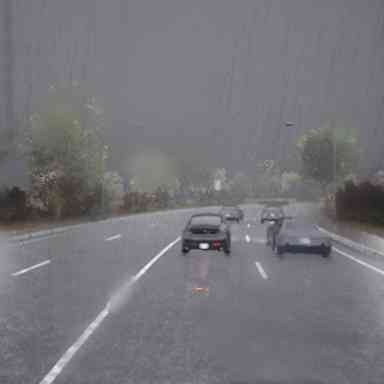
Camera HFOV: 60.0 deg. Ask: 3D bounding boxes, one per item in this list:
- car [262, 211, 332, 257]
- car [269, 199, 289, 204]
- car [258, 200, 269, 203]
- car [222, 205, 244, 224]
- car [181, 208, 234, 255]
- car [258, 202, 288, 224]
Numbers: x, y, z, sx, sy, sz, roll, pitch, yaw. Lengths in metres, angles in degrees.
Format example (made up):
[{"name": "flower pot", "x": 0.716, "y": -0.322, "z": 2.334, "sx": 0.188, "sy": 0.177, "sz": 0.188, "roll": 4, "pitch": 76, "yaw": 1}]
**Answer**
[{"name": "car", "x": 4.191, "y": 1.700, "z": 13.599, "sx": 1.994, "sy": 1.385, "sz": 4.181, "roll": 0, "pitch": -1, "yaw": 7}, {"name": "car", "x": 18.783, "y": 2.232, "z": 70.163, "sx": 2.033, "sy": 1.411, "sz": 5.357, "roll": 0, "pitch": -1, "yaw": 35}, {"name": "car", "x": 16.052, "y": 2.288, "z": 72.353, "sx": 1.895, "sy": 1.301, "sz": 4.718, "roll": 0, "pitch": -1, "yaw": 35}, {"name": "car", "x": 3.319, "y": 1.838, "z": 28.515, "sx": 1.994, "sy": 1.385, "sz": 4.181, "roll": 0, "pitch": 0, "yaw": 14}, {"name": "car", "x": 0.712, "y": 1.641, "z": 13.982, "sx": 1.837, "sy": 1.490, "sz": 4.892, "roll": 0, "pitch": 0, "yaw": 7}, {"name": "car", "x": 6.637, "y": 1.819, "z": 27.397, "sx": 2.033, "sy": 1.411, "sz": 5.357, "roll": 0, "pitch": -1, "yaw": 14}]
